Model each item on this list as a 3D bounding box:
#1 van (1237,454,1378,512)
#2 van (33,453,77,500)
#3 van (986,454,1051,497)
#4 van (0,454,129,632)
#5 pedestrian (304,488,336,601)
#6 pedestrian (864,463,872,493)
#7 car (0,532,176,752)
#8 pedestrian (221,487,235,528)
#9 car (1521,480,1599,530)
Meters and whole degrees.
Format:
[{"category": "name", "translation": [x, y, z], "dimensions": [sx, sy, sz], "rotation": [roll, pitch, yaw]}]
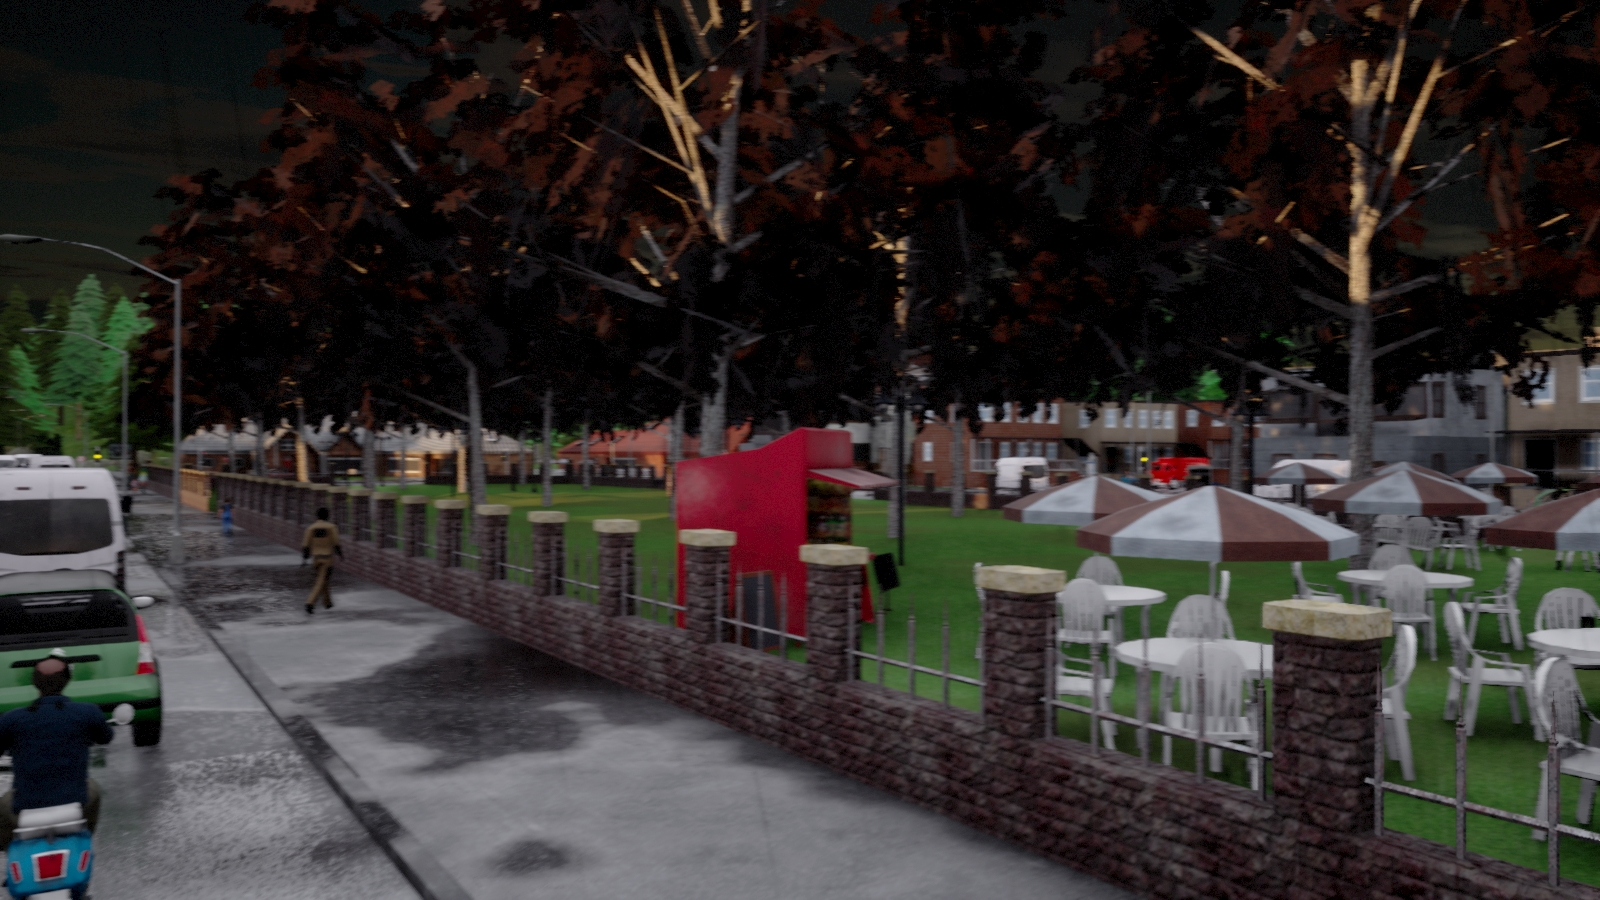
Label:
[{"category": "van", "translation": [23.743, 1.496, 53.714], "dimensions": [1.988, 2.561, 5.915], "rotation": [0, 0, -33]}, {"category": "van", "translation": [-42.567, 1.438, 65.291], "dimensions": [1.988, 2.561, 5.915], "rotation": [0, 0, -33]}, {"category": "van", "translation": [13.619, 1.531, 71.589], "dimensions": [1.988, 2.561, 5.915], "rotation": [-1, 0, -10]}, {"category": "van", "translation": [-12.632, 1.352, 19.283], "dimensions": [1.988, 2.561, 5.915], "rotation": [0, 0, -33]}, {"category": "pedestrian", "translation": [-8.002, 1.568, 19.051], "dimensions": [0.375, 1.860, 0.375], "rotation": [0, 0, 2]}, {"category": "pedestrian", "translation": [4.159, 1.725, 70.134], "dimensions": [0.375, 1.860, 0.375], "rotation": [0, 0, -26]}, {"category": "car", "translation": [-7.674, 1.803, 11.769], "dimensions": [1.851, 1.617, 3.988], "rotation": [0, 0, -33]}, {"category": "pedestrian", "translation": [-18.818, 1.885, 37.581], "dimensions": [0.375, 1.300, 0.375], "rotation": [0, 0, -34]}, {"category": "car", "translation": [27.870, 1.929, 40.060], "dimensions": [1.851, 1.617, 3.988], "rotation": [0, 0, -33]}]
